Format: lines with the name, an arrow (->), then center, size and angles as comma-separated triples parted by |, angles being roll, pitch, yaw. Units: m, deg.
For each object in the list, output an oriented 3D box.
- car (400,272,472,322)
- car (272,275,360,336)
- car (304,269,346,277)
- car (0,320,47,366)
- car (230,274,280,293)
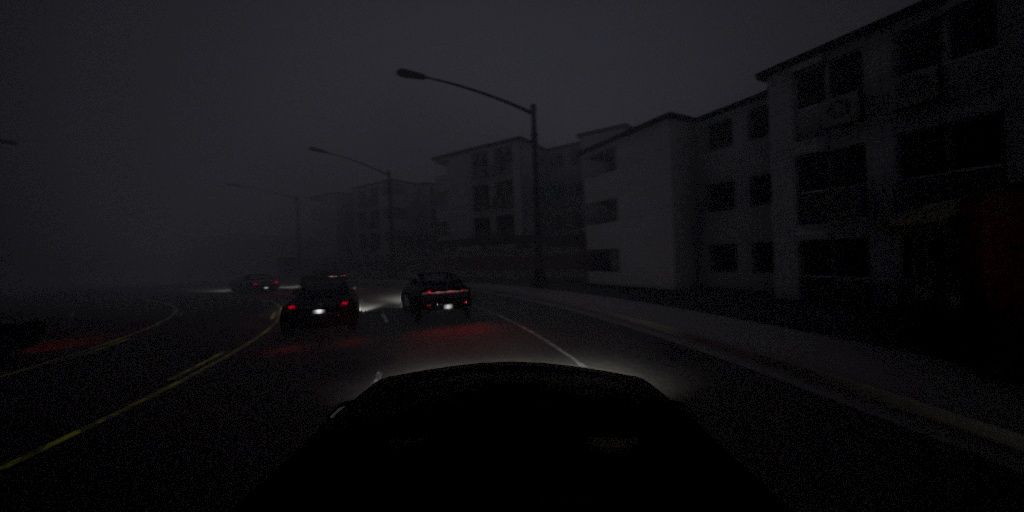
car -> -2.849, 1.330, 12.956 | 2.128, 1.511, 4.902 | -2, 0, -23
car -> -6.080, 1.521, 11.675 | 1.994, 1.385, 4.181 | -2, 0, -23
car -> -14.371, 1.730, 27.336 | 4.902, 1.511, 2.128 | -2, 0, 39
car -> -11.524, 1.764, 6.338 | 1.895, 1.301, 4.718 | -2, 0, -19
car -> -19.254, 2.018, 26.758 | 4.718, 1.301, 1.895 | -2, 0, 36
